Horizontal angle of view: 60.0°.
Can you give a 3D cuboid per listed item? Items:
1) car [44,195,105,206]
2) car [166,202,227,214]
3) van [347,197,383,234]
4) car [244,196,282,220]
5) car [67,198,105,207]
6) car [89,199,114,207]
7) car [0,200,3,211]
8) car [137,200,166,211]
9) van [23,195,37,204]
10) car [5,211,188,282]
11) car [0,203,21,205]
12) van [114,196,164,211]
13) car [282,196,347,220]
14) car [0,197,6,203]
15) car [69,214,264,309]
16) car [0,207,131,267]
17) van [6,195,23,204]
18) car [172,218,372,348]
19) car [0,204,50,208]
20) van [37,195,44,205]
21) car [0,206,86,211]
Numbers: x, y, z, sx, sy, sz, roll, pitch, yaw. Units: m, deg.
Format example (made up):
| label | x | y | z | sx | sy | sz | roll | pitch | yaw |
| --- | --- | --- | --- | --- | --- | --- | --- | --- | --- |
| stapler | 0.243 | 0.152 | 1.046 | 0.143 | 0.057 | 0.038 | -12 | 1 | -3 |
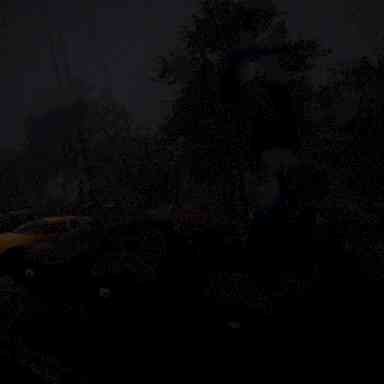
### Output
| label | x | y | z | sx | sy | sz | roll | pitch | yaw |
| --- | --- | --- | --- | --- | --- | --- | --- | --- | --- |
| car | -10.654 | 1.315 | 31.910 | 2.435 | 2.045 | 5.566 | 0 | 0 | 36 |
| car | 0.708 | 1.525 | 23.772 | 2.097 | 1.535 | 5.008 | 0 | 0 | 36 |
| van | 9.641 | 1.266 | 17.214 | 1.878 | 1.987 | 4.442 | 0 | 0 | 36 |
| car | 5.194 | 1.257 | 20.519 | 2.435 | 2.045 | 5.566 | 0 | 0 | 36 |
| car | -8.290 | 1.558 | 30.239 | 2.097 | 1.535 | 5.008 | 0 | 0 | 36 |
| car | -6.037 | 1.590 | 28.624 | 2.002 | 1.452 | 4.674 | 0 | 0 | 36 |
| car | -28.516 | 1.838 | 44.776 | 2.231 | 1.521 | 4.892 | -1 | -1 | 36 |
| car | -1.637 | 1.574 | 25.468 | 2.002 | 1.452 | 4.674 | 0 | 0 | 36 |
| van | -14.967 | 1.357 | 35.188 | 1.878 | 1.987 | 4.442 | 0 | 0 | 36 |
| car | -2.514 | 1.541 | 9.950 | 2.163 | 1.488 | 4.792 | 0 | 0 | 36 |
| car | -11.622 | 1.542 | 16.305 | 1.946 | 1.575 | 5.366 | 0 | 0 | 36 |
| van | -3.821 | 1.316 | 27.178 | 1.878 | 1.987 | 4.442 | 0 | 0 | 36 |
| car | 7.444 | 1.249 | 18.903 | 2.435 | 2.045 | 5.566 | 0 | 0 | 36 |
| car | -19.514 | 1.626 | 38.320 | 2.097 | 1.535 | 5.008 | -1 | -1 | 36 |
| car | -0.259 | 1.533 | 8.330 | 2.163 | 1.488 | 4.792 | 0 | 0 | 36 |
| car | -4.859 | 1.517 | 11.444 | 1.946 | 1.575 | 5.366 | 0 | 0 | 36 |
| van | -17.460 | 1.366 | 36.693 | 1.878 | 1.987 | 4.442 | -1 | 0 | 36 |
| car | 1.995 | 1.524 | 6.710 | 2.163 | 1.488 | 4.792 | 0 | 0 | 36 |
| car | -9.263 | 1.537 | 14.830 | 2.231 | 1.521 | 4.892 | 0 | 0 | 36 |
| van | -12.819 | 1.349 | 33.645 | 1.878 | 1.987 | 4.442 | 0 | 0 | 36 |
| car | -7.001 | 1.529 | 13.220 | 2.231 | 1.521 | 4.892 | 0 | 0 | 36 |
